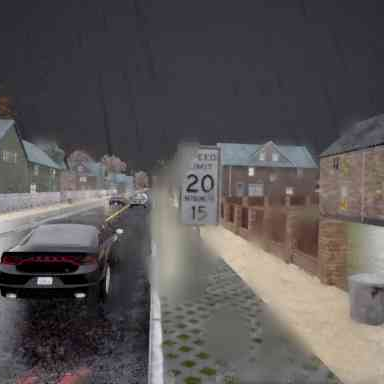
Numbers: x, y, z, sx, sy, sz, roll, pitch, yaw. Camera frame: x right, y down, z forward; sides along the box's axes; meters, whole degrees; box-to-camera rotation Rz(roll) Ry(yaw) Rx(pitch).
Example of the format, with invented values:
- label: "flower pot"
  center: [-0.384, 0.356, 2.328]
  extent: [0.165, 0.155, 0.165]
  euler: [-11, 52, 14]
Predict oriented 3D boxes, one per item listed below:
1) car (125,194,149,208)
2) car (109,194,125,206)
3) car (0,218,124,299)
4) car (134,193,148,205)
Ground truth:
- label: "car"
  center: [-6.199, 1.104, 38.659]
  extent: [2.033, 1.411, 5.357]
  euler: [2, 0, -6]
- label: "car"
  center: [-9.498, 0.975, 42.905]
  extent: [2.033, 1.411, 5.357]
  euler: [2, 0, -6]
- label: "car"
  center: [-2.825, 1.365, 8.230]
  extent: [1.882, 1.535, 5.008]
  euler: [2, 0, -6]
- label: "car"
  center: [-7.336, 0.972, 48.291]
  extent: [1.812, 1.442, 4.674]
  euler: [2, 0, -6]
